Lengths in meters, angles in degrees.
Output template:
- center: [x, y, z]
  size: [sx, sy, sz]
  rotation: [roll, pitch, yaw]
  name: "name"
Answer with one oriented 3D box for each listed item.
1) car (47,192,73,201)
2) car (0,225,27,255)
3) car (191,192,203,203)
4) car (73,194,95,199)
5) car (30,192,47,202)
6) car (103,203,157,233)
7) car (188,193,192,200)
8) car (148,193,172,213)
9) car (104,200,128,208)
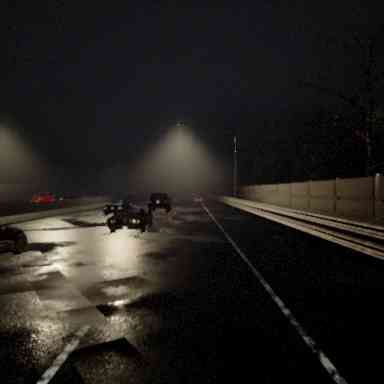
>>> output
- center: [-21.030, 1.035, 54.517]
  size: [2.150, 2.045, 5.566]
  rotation: [0, 0, 1]
  name: "car"
- center: [-6.900, 1.485, 10.120]
  size: [1.812, 1.442, 4.674]
  rotation: [0, 0, 0]
  name: "car"
- center: [1.244, 1.249, 64.747]
  size: [1.801, 1.575, 5.366]
  rotation: [0, 0, 0]
  name: "car"
- center: [-17.534, 1.303, 55.500]
  size: [2.128, 1.511, 4.902]
  rotation: [0, 0, 0]
  name: "car"
- center: [-24.524, 1.035, 54.887]
  size: [2.150, 2.045, 5.566]
  rotation: [0, 0, 1]
  name: "car"
- center: [-3.394, 1.529, 19.100]
  size: [1.895, 1.301, 4.718]
  rotation: [0, 0, 0]
  name: "car"
- center: [0.024, 1.225, 83.113]
  size: [1.812, 1.442, 4.674]
  rotation: [0, 0, 0]
  name: "car"
- center: [-3.391, 1.095, 35.702]
  size: [2.150, 2.045, 5.566]
  rotation: [0, 0, 0]
  name: "car"
- center: [-6.890, 1.435, 31.314]
  size: [2.033, 1.411, 5.357]
  rotation: [0, 0, 0]
  name: "car"
